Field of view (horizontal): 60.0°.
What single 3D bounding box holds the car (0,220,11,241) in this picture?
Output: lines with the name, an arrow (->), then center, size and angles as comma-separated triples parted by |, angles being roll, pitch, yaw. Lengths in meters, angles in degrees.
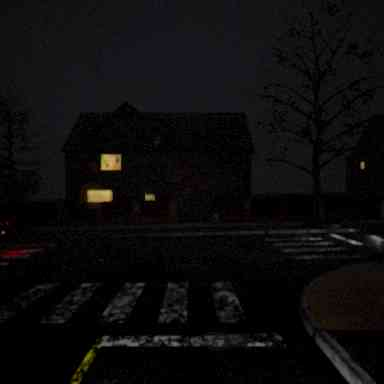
car -> -10.418, 1.612, 14.197 | 5.008, 1.535, 1.882 | -1, 0, 4

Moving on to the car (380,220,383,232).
car -> 10.567, 0.993, 14.185 | 4.553, 1.767, 2.097 | -1, 1, -1
